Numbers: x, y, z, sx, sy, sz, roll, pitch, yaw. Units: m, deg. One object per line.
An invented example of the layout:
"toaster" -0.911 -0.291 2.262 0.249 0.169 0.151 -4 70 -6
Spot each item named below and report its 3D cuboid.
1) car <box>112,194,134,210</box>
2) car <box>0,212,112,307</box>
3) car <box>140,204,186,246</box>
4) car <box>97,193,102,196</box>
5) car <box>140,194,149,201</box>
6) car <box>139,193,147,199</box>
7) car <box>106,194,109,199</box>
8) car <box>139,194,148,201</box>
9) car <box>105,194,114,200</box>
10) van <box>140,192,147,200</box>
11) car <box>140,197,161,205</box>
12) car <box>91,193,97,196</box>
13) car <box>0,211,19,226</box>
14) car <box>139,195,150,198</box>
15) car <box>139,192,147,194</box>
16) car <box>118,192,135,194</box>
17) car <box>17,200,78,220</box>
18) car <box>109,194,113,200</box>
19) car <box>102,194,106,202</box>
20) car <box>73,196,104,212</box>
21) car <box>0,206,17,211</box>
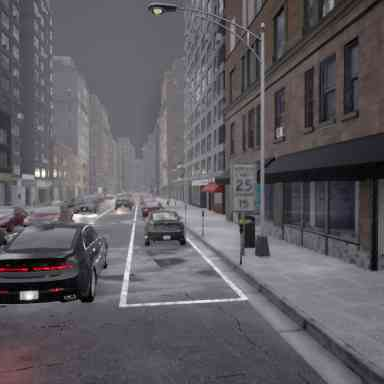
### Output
"car" -7.923 1.287 38.696 1.837 1.490 4.892 0 0 -9
"car" -3.116 1.473 7.980 1.837 1.490 4.892 0 0 -9
"car" -1.291 1.469 14.696 2.008 1.369 4.403 -1 0 -9
"car" -15.915 1.177 52.511 1.967 1.590 4.097 -1 0 -9
"car" -10.151 1.226 70.618 1.947 1.339 4.313 -1 0 -9
"car" -13.696 1.052 92.987 1.967 1.590 4.097 -1 0 -9
"car" -17.688 1.141 63.698 1.967 1.590 4.097 -1 0 -9
"car" -11.036 1.211 76.210 1.947 1.339 4.313 -1 0 -9
"car" -21.230 1.191 86.070 1.887 1.381 4.507 -1 0 -9
"van" -11.925 0.974 81.803 1.690 1.788 3.998 -1 0 -9
"car" -3.063 1.391 25.881 1.887 1.381 4.507 -1 0 -9
"car" -15.029 1.198 46.919 1.967 1.590 4.097 -1 0 -9
"car" -6.332 1.476 8.460 1.837 1.490 4.892 0 0 -9
"car" -4.835 1.329 37.065 1.887 1.381 4.507 -1 0 -9
"car" -7.494 1.152 53.840 1.967 1.590 4.097 -1 0 -9
"car" -9.602 1.089 48.943 2.097 1.767 4.553 0 0 -9
"car" -7.971 1.428 18.828 1.812 1.442 4.674 0 0 -9
"car" -20.344 1.202 80.477 1.887 1.381 4.507 -1 0 -9
"car" -16.803 1.033 58.103 2.192 1.841 5.009 -1 0 -9
"car" -10.063 1.386 32.159 1.994 1.385 4.181 0 0 -9
"car" -10.598 1.488 18.958 1.802 1.307 4.206 -1 0 -9
